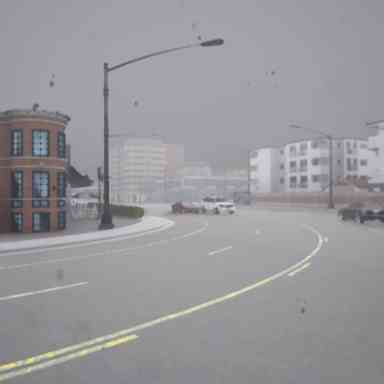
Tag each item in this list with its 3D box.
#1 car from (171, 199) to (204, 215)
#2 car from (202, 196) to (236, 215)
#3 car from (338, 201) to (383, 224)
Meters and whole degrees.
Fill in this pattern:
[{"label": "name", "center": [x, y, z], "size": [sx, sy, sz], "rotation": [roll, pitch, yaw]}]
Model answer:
[{"label": "car", "center": [-0.867, 1.821, 38.396], "size": [1.882, 1.535, 5.008], "rotation": [0, -1, -25]}, {"label": "car", "center": [2.885, 1.539, 38.634], "size": [2.150, 2.045, 5.566], "rotation": [0, 0, -25]}, {"label": "car", "center": [13.327, 1.487, 26.145], "size": [2.097, 1.767, 4.553], "rotation": [-1, 0, 1]}]
